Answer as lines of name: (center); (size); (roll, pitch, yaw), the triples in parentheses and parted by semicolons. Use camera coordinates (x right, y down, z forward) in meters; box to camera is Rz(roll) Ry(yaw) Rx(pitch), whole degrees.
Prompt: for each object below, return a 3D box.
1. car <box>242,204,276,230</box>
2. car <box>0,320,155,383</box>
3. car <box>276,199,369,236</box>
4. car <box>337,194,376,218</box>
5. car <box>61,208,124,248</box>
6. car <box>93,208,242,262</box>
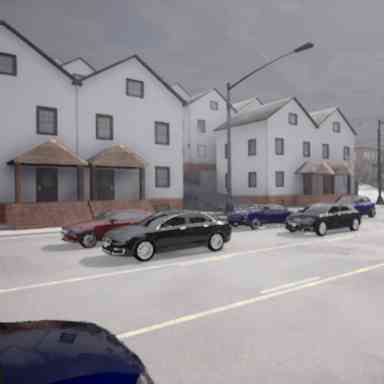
car: (4.246, 1.415, 19.681); (4.718, 1.301, 1.895); (-1, 1, -35)
car: (-2.252, 1.572, 2.088); (4.181, 1.385, 1.994); (-1, 0, -36)
car: (6.851, 1.312, 17.227); (4.892, 1.490, 1.837); (-1, 1, -35)
car: (11.658, 1.056, 24.809); (4.553, 1.767, 2.097); (-1, 1, -35)
car: (-3.232, 1.450, 14.505); (4.674, 1.442, 1.812); (-1, 1, -35)
car: (-0.757, 1.424, 11.959); (4.892, 1.490, 1.837); (-1, 1, -35)
